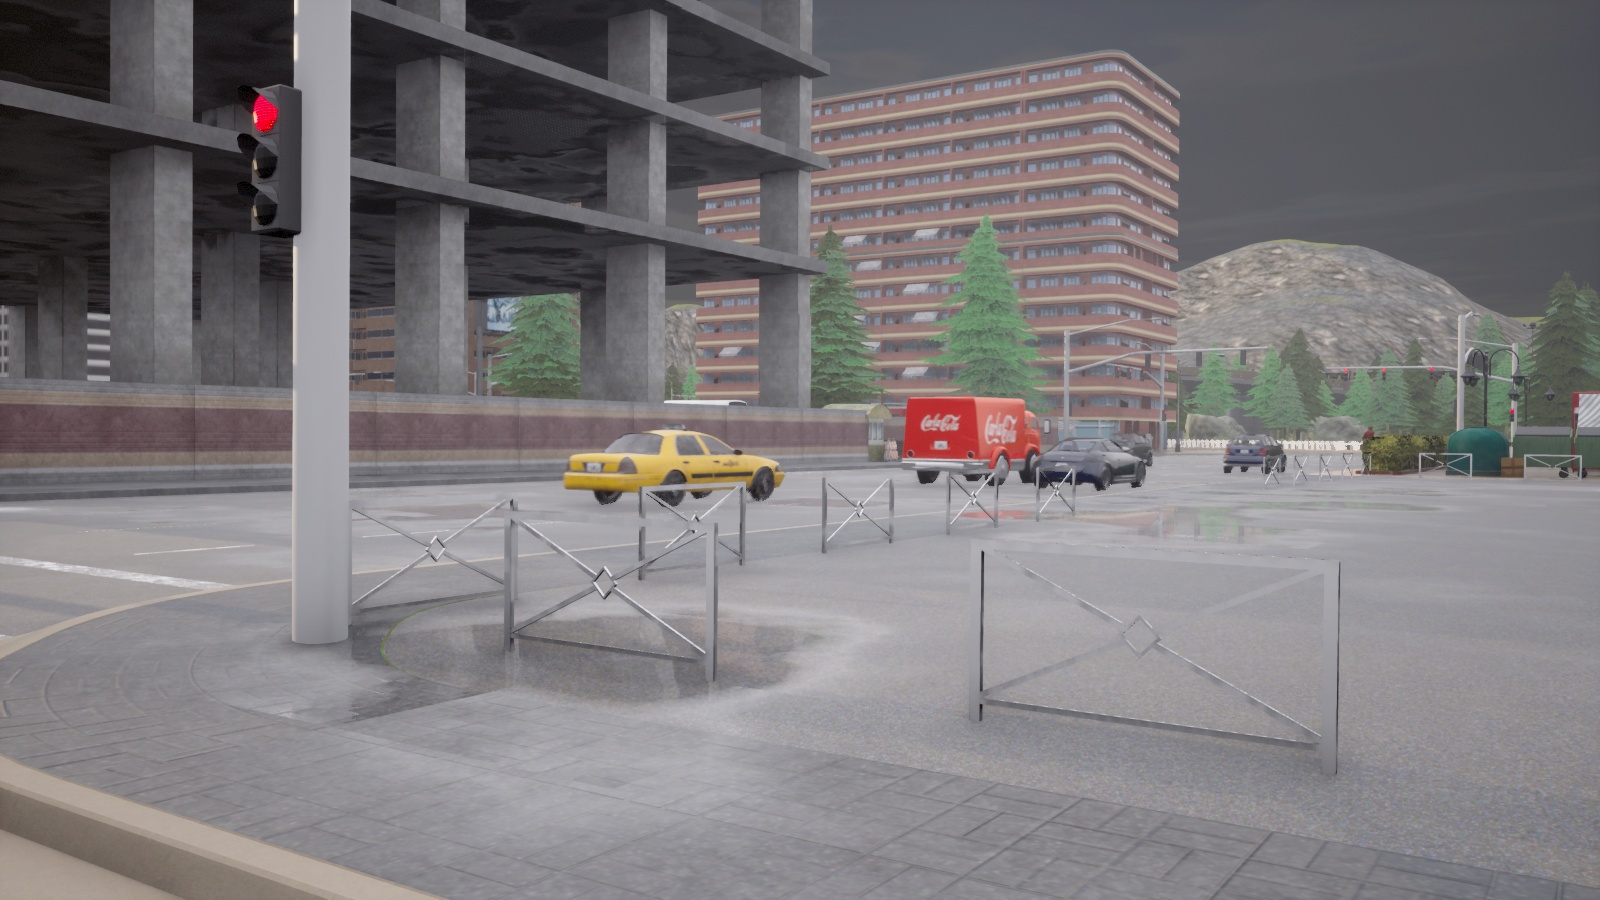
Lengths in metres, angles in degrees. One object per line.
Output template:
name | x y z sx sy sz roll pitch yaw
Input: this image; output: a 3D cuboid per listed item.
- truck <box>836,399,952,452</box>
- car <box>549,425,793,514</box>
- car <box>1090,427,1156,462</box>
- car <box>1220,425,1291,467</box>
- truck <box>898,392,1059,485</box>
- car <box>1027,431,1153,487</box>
truck | 7.072 -1.798 95.252 8.468 3.827 2.891 0 1 34
car | -2.374 0.298 24.791 1.801 1.575 5.366 0 1 33
car | 14.672 -0.256 56.985 1.789 1.549 3.705 0 1 33
car | 17.829 -0.177 49.059 1.789 1.549 3.705 0 1 33
truck | 5.257 -0.355 36.359 2.627 2.467 5.204 0 1 33
car | 7.909 0.203 34.022 1.994 1.385 4.181 0 1 33
